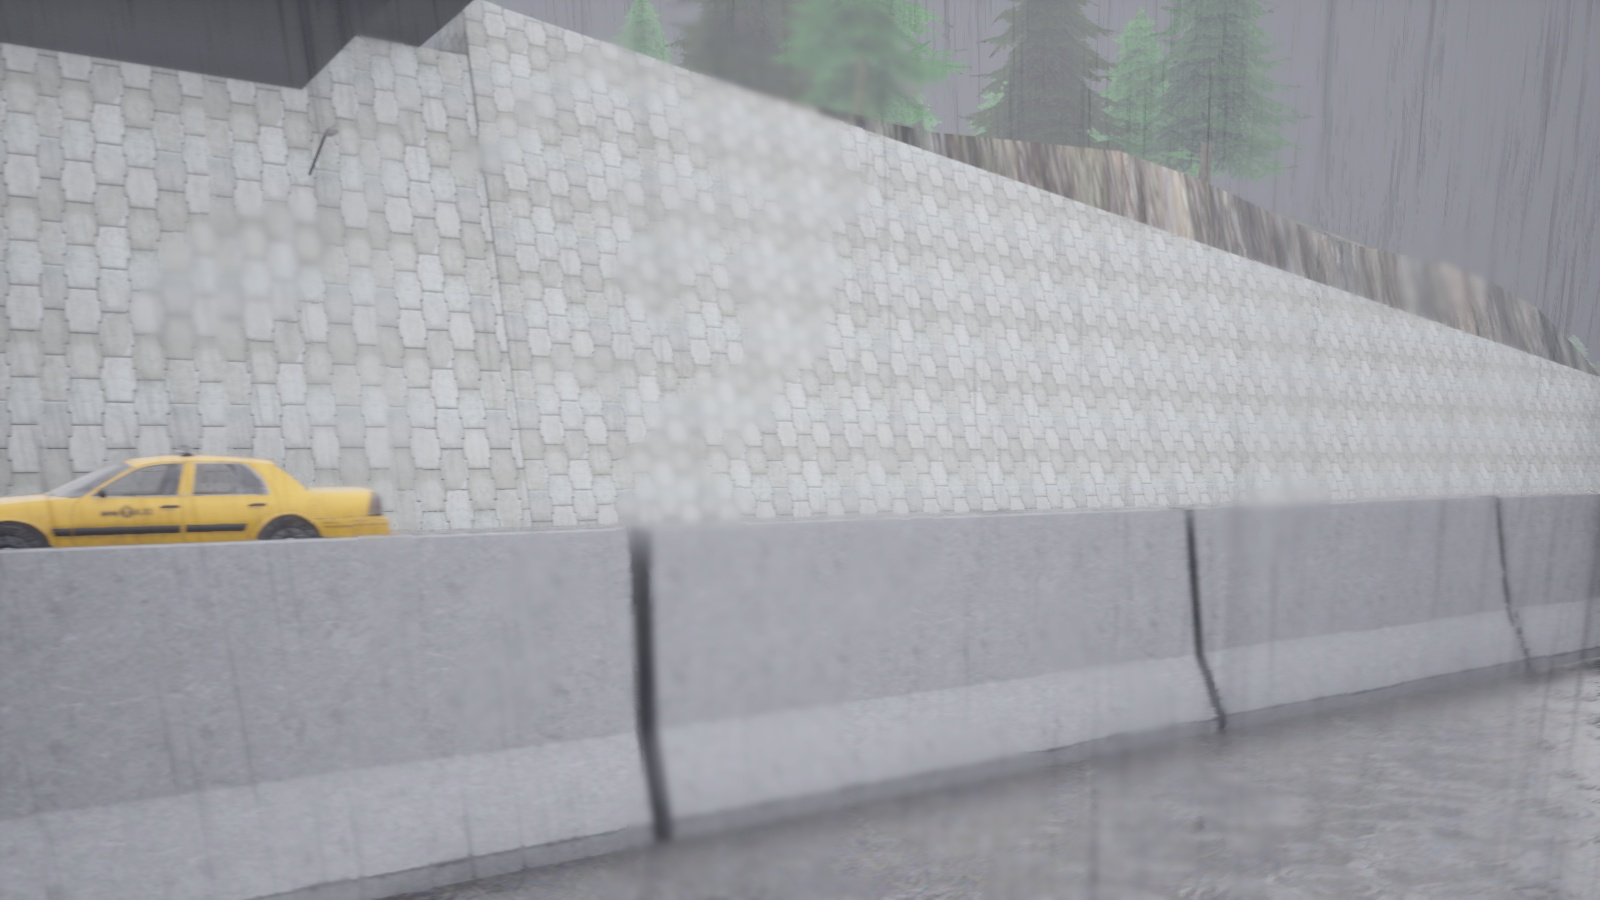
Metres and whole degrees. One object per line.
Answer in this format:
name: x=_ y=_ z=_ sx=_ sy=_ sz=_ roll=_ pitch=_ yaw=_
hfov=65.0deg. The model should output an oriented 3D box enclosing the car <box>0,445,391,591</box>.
car: x=-7.928 y=0.738 z=15.198 sx=5.366 sy=1.575 sz=1.801 roll=0 pitch=0 yaw=-35
